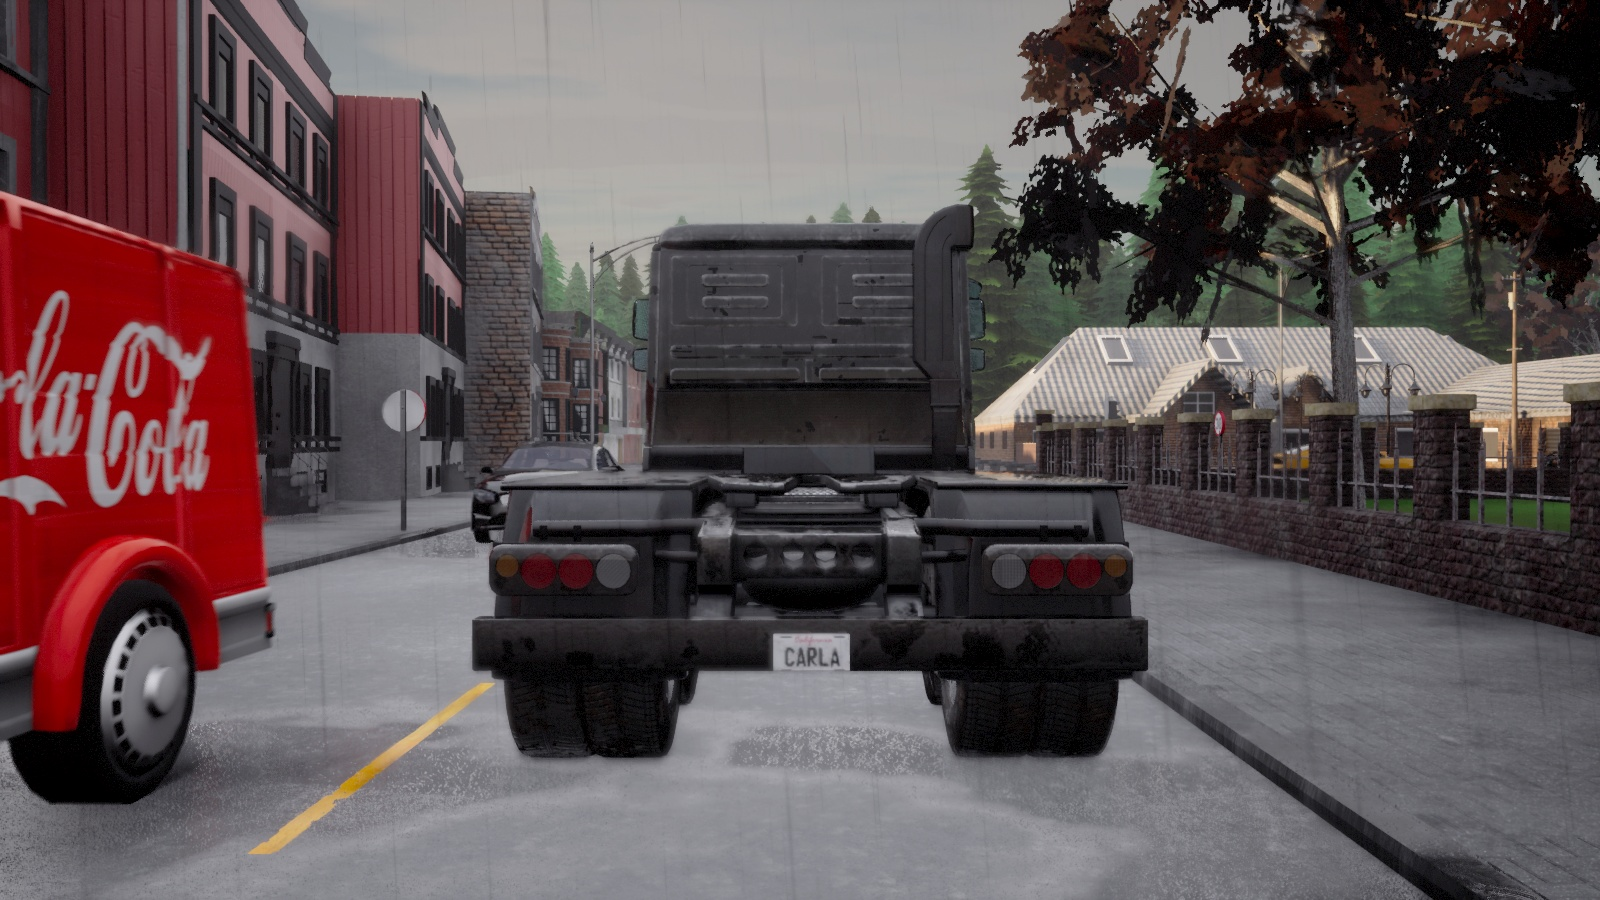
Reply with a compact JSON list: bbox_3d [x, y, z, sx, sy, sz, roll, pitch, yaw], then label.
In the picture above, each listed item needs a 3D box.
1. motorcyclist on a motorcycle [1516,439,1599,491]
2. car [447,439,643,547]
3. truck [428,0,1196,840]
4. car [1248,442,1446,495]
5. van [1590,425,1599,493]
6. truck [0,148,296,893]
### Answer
[{"bbox_3d":[24.783,0.485,41.013,2.350,1.649,0.766,0,0,0],"label":"motorcyclist on a motorcycle"},{"bbox_3d":[-3.883,0.586,20.070,2.128,1.511,4.902,0,0,0],"label":"car"},{"bbox_3d":[0.065,-0.284,8.702,2.891,3.462,7.936,0,0,0],"label":"truck"},{"bbox_3d":[16.047,0.528,36.972,5.008,1.535,1.882,0,0,-1],"label":"car"},{"bbox_3d":[26.112,0.282,36.942,4.480,2.038,2.069,0,0,-1],"label":"van"},{"bbox_3d":[-3.963,0.234,3.972,2.627,2.467,5.204,0,0,0],"label":"truck"}]
